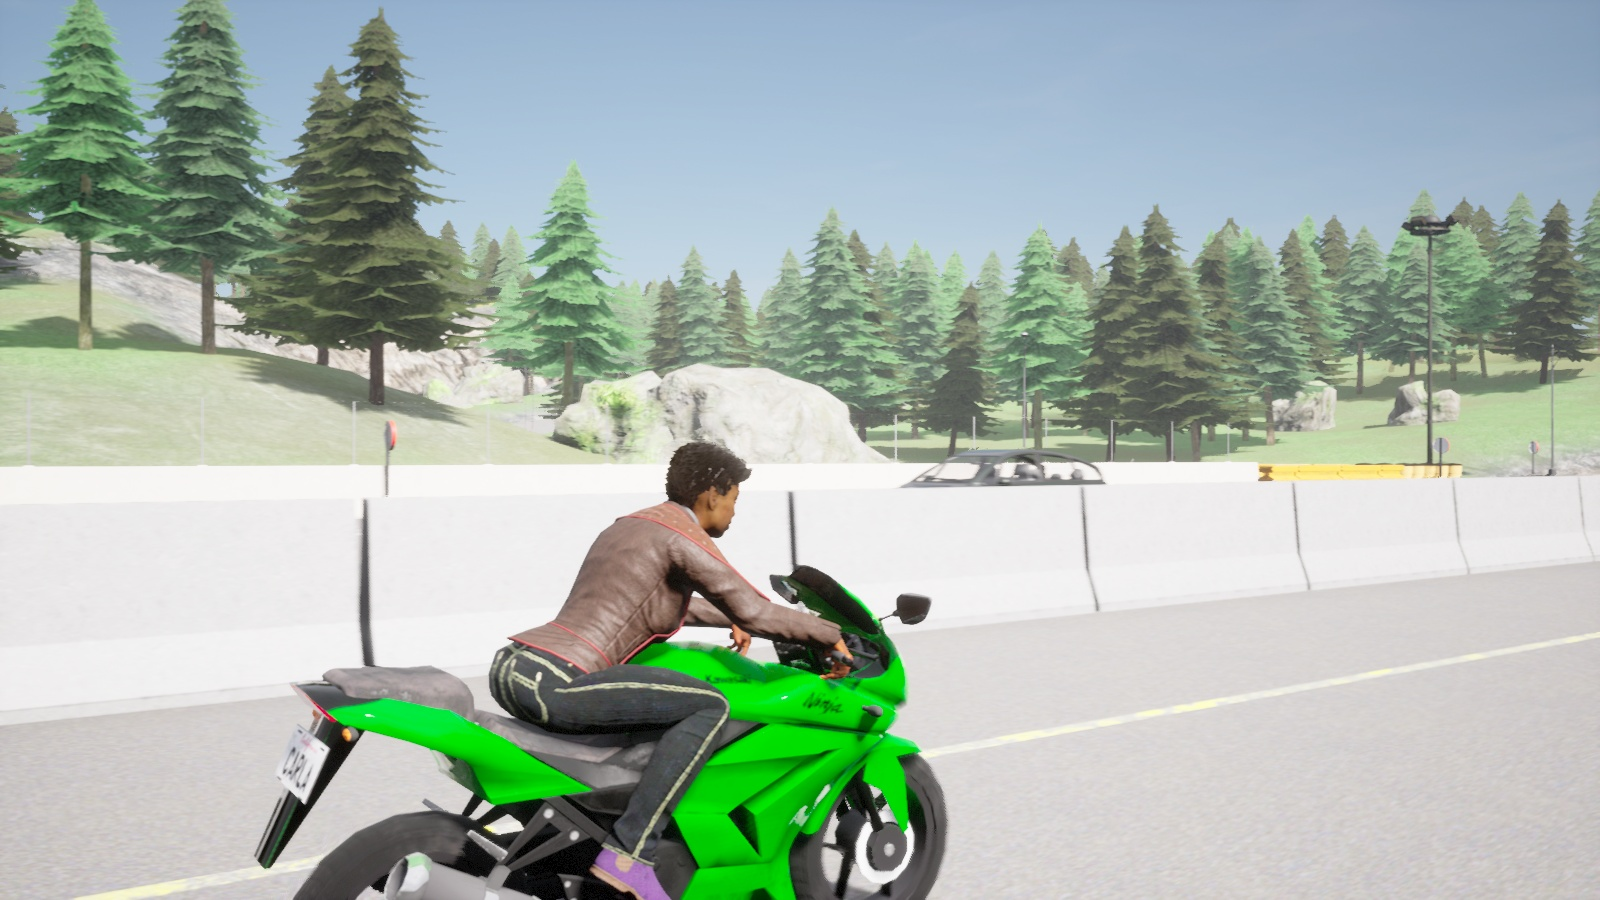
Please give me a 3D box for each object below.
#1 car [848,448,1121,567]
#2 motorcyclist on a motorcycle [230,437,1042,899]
[{"bbox_3d":[2.730,0.760,18.352,3.705,1.549,1.789,0,0,-35],"label":"car"},{"bbox_3d":[-0.362,0.736,3.407,2.044,1.523,0.797,0,0,-35],"label":"motorcyclist on a motorcycle"}]
